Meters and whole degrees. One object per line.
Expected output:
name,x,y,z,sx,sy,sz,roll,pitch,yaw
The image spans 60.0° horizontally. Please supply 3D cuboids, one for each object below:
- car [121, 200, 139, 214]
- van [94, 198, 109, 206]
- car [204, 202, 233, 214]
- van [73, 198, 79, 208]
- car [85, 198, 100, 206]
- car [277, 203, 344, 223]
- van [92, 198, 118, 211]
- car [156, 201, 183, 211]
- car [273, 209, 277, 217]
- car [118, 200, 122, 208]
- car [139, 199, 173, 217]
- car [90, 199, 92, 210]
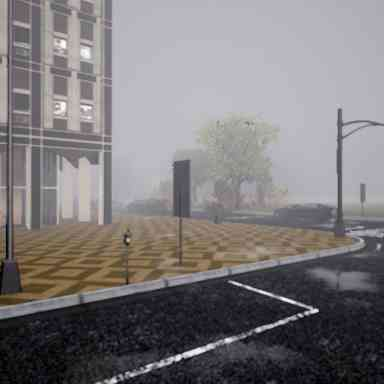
car,-6.479,1.959,40.352,1.947,1.339,4.313,-1,0,-36
van,-19.662,2.154,72.047,1.690,1.788,3.998,-1,0,-36
car,3.178,1.927,40.697,1.802,1.307,4.206,-1,0,-36
van,-19.465,2.002,58.348,1.690,1.788,3.998,-1,0,-36
car,-22.912,2.320,76.533,1.967,1.590,4.097,-1,0,-36
car,9.782,1.652,27.070,2.128,1.511,4.902,0,-1,-36
van,-12.954,1.868,49.364,1.690,1.788,3.998,-1,0,-36
car,-3.400,2.029,49.616,2.008,1.369,4.403,-1,0,-36
car,9.712,1.794,31.744,1.802,1.307,4.206,-1,0,-36
car,-14.297,2.132,60.294,1.882,1.535,5.008,0,-1,-36
car,-3.265,1.641,35.835,2.192,1.841,5.009,-1,0,-36
car,-16.206,2.176,53.855,1.802,1.307,4.206,-1,0,-36
